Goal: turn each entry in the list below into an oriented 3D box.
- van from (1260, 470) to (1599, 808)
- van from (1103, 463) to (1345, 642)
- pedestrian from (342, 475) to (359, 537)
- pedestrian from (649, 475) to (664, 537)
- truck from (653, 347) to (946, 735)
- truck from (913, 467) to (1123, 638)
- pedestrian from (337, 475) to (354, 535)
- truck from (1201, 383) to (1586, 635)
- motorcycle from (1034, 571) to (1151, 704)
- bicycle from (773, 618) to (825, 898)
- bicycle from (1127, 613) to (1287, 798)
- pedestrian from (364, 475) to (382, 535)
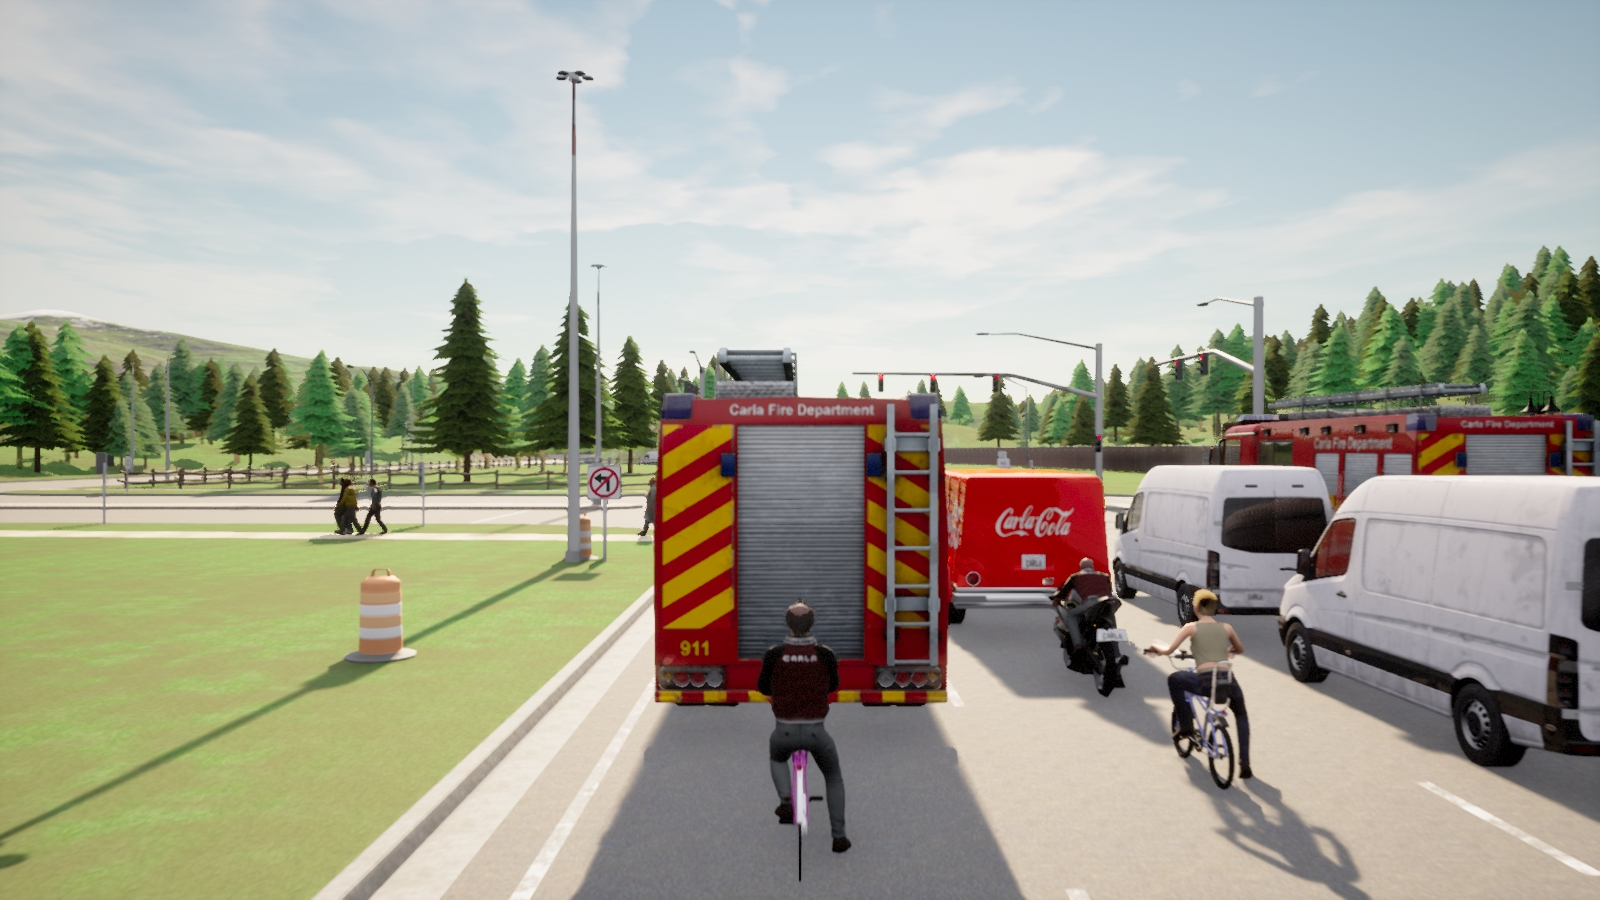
[{"bbox_3d":[6.995,1.536,11.946,1.988,2.561,5.915,0,0,0],"label":"van"},{"bbox_3d":[6.998,1.537,19.708,1.988,2.561,5.915,0,0,0],"label":"van"},{"bbox_3d":[-13.634,1.700,34.664,0.375,1.860,0.375,0,0,3],"label":"pedestrian"},{"bbox_3d":[-4.357,1.701,34.712,0.375,1.860,0.375,0,0,3],"label":"pedestrian"},{"bbox_3d":[-0.004,0.893,15.507,2.891,3.827,8.468,0,0,0],"label":"truck"},{"bbox_3d":[3.509,1.570,19.655,2.627,2.467,5.204,0,0,0],"label":"truck"},{"bbox_3d":[-14.103,1.700,35.454,0.375,1.860,0.375,0,0,6],"label":"pedestrian"},{"bbox_3d":[10.497,0.894,21.583,2.891,3.827,8.468,0,0,0],"label":"truck"},{"bbox_3d":[3.491,2.207,13.862,0.867,1.251,2.209,0,0,0],"label":"motorcycle"},{"bbox_3d":[-0.006,2.061,8.054,0.329,1.471,1.835,0,0,0],"label":"bicycle"},{"bbox_3d":[3.482,2.159,9.925,0.859,1.277,1.487,0,0,0],"label":"bicycle"},{"bbox_3d":[-13.211,1.701,35.357,0.375,1.860,0.375,0,0,5],"label":"pedestrian"}]
